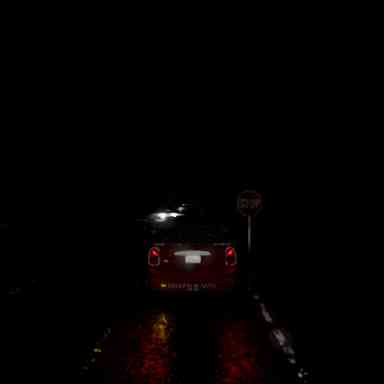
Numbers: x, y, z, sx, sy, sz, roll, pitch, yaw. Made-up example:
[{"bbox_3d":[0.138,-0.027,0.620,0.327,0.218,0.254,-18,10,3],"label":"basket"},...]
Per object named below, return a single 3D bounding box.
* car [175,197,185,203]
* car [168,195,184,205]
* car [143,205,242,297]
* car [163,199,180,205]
[{"bbox_3d":[-2.656,1.722,71.709,1.994,1.385,4.181,0,0,0],"label":"car"},{"bbox_3d":[-2.786,1.528,56.842,2.150,2.045,5.566,0,1,-3],"label":"car"},{"bbox_3d":[-0.037,1.403,8.892,2.097,1.767,4.553,0,0,-1],"label":"car"},{"bbox_3d":[-2.793,1.832,41.058,1.895,1.301,4.718,0,0,0],"label":"car"}]
